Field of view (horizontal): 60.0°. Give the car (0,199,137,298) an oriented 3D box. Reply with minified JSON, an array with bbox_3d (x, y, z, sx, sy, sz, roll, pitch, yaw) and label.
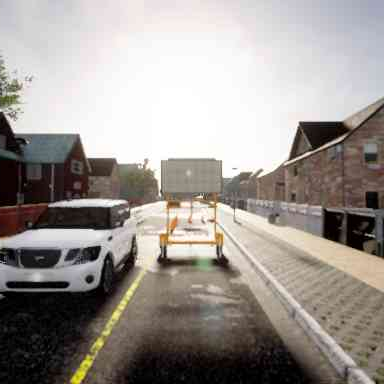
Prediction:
[{"bbox_3d":[-2.859,1.225,8.887,2.150,2.045,5.566,0,0,0],"label":"car"}]

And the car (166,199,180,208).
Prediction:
[{"bbox_3d":[-2.887,1.759,51.966,1.994,1.385,4.181,0,0,0],"label":"car"}]

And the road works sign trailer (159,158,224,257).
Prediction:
[{"bbox_3d":[-0.016,0.473,12.889,2.380,3.560,2.880,0,0,1],"label":"road works sign trailer"}]
